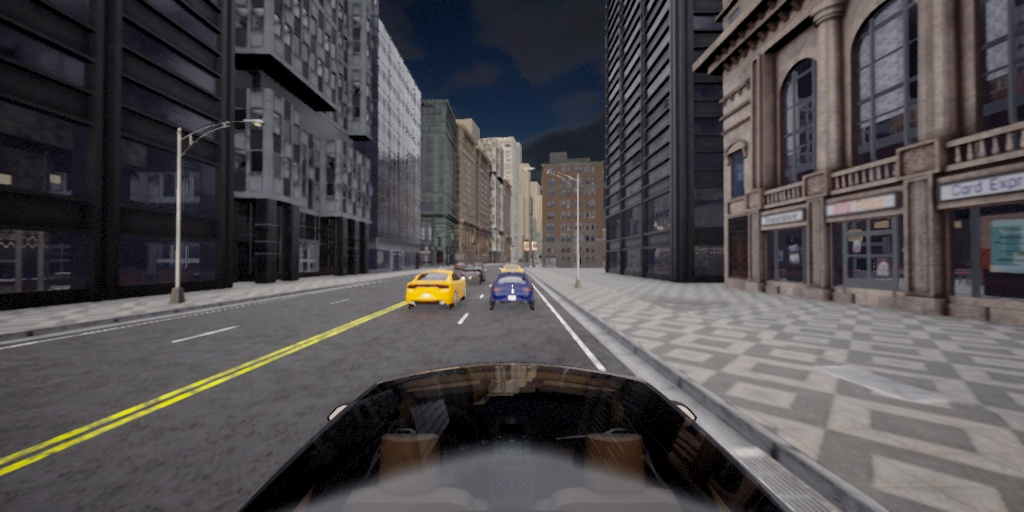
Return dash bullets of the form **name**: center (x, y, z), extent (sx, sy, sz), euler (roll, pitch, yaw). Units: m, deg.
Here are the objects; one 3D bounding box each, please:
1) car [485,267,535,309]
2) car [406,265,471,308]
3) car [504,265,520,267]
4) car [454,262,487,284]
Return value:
- **car**: center (0.017, 1.413, 15.741), extent (1.812, 1.442, 4.674), euler (0, 0, 0)
- **car**: center (-3.230, 1.369, 16.089), extent (1.882, 1.535, 5.008), euler (0, 0, 0)
- **car**: center (0.014, 1.516, 31.096), extent (1.882, 1.535, 5.008), euler (0, 0, 0)
- **car**: center (-3.242, 1.524, 30.359), extent (2.128, 1.511, 4.902), euler (0, 0, 0)
